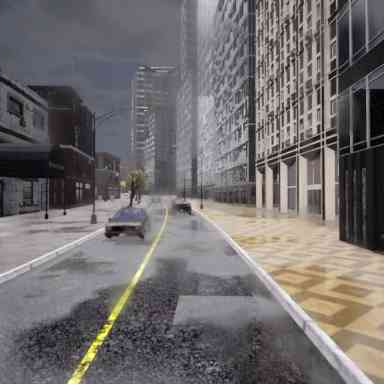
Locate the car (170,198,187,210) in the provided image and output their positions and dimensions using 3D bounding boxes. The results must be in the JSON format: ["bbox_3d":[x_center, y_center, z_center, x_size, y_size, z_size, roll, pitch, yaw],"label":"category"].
[{"bbox_3d":[-1.879,1.531,43.633,2.033,1.411,5.357,0,0,-5],"label":"car"}]

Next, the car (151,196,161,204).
[{"bbox_3d":[-6.938,1.453,64.121,2.128,1.511,4.902,0,0,-7],"label":"car"}]

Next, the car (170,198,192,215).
[{"bbox_3d":[-1.072,1.483,33.215,2.128,1.511,4.902,0,0,-4],"label":"car"}]

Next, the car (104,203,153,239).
[{"bbox_3d":[-3.198,1.546,17.564,2.033,1.411,5.357,0,0,-2],"label":"car"}]
